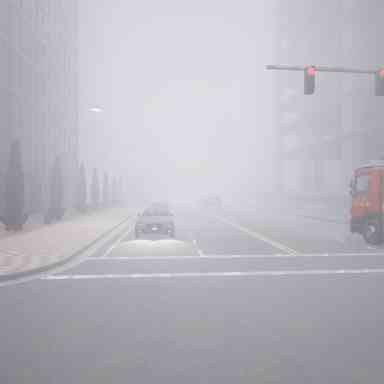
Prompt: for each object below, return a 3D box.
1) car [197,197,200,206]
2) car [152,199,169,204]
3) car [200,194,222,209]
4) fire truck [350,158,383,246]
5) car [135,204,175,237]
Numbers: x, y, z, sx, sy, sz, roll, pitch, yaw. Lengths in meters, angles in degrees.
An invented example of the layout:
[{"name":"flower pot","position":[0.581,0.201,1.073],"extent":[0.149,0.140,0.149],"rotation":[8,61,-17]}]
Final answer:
[{"name":"car","position":[2.028,1.415,57.433],"extent":[2.097,1.767,4.553],"rotation":[0,0,-5]},{"name":"car","position":[-2.864,1.595,29.320],"extent":[2.033,1.411,5.357],"rotation":[0,0,-5]},{"name":"car","position":[2.895,1.279,47.050],"extent":[2.150,2.045,5.566],"rotation":[0,0,-4]},{"name":"fire truck","position":[9.174,0.366,11.735],"extent":[2.891,3.827,8.468],"rotation":[0,0,-5]},{"name":"car","position":[-1.975,1.605,18.107],"extent":[1.994,1.385,4.181],"rotation":[0,0,-5]}]
